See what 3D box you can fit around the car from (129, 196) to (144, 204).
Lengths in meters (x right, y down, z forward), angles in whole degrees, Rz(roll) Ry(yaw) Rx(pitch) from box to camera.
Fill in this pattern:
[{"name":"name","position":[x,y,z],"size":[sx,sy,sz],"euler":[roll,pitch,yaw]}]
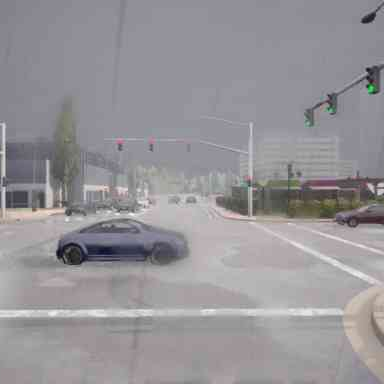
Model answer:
[{"name":"car","position":[-10.666,1.547,64.300],"size":[2.033,1.411,5.357],"euler":[0,0,1]}]

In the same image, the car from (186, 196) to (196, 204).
[{"name":"car","position":[-0.129,1.491,64.543],"size":[2.128,1.511,4.902],"euler":[0,0,0]}]

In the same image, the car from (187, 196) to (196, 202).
[{"name":"car","position":[-0.149,1.468,74.848],"size":[1.895,1.301,4.718],"euler":[0,0,0]}]

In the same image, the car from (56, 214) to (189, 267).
[{"name":"car","position":[-2.185,1.564,10.923],"size":[4.181,1.385,1.994],"euler":[0,0,0]}]

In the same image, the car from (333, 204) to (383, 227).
[{"name":"car","position":[11.762,1.526,21.899],"size":[4.674,1.442,1.812],"euler":[0,0,1]}]

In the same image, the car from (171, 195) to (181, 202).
[{"name":"car","position":[-3.649,1.425,74.809],"size":[1.994,1.385,4.181],"euler":[0,0,0]}]

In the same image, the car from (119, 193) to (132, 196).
[{"name":"car","position":[-10.697,1.221,52.717],"size":[2.150,2.045,5.566],"euler":[0,0,0]}]

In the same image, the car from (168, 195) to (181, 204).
[{"name":"car","position":[-3.629,1.547,64.536],"size":[2.033,1.411,5.357],"euler":[0,0,0]}]

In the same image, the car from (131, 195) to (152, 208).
[{"name":"car","position":[-7.187,1.526,46.837],"size":[1.812,1.442,4.674],"euler":[0,0,0]}]

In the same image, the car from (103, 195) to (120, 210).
[{"name":"car","position":[-10.683,1.505,42.113],"size":[1.837,1.490,4.892],"euler":[0,0,0]}]

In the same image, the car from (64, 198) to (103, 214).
[{"name":"car","position":[-10.665,1.547,32.557],"size":[2.033,1.411,5.357],"euler":[0,0,0]}]

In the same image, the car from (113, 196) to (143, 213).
[{"name":"car","position":[-7.175,1.505,37.651],"size":[1.837,1.490,4.892],"euler":[0,0,0]}]

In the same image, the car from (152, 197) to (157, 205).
[{"name":"car","position":[-7.195,1.564,56.797],"size":[1.994,1.385,4.181],"euler":[0,0,0]}]
